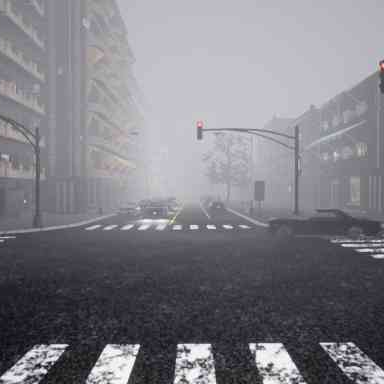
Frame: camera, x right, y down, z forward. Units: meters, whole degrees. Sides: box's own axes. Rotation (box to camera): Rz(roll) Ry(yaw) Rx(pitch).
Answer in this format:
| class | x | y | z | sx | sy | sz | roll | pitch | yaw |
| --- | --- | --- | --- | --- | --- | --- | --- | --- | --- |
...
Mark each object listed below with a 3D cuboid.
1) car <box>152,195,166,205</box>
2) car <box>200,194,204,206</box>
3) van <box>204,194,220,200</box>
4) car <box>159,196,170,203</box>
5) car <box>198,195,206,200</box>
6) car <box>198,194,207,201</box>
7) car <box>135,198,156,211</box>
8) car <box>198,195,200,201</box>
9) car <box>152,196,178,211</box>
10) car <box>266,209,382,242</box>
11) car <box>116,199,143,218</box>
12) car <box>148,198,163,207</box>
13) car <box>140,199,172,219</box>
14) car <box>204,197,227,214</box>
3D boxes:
| class | x | y | z | sx | sy | sz | roll | pitch | yaw |
| --- | --- | --- | --- | --- | --- | --- | --- | --- | --- |
| car | -5.700 | 1.417 | 57.847 | 1.967 | 1.590 | 4.097 | 0 | 0 | 0 |
| car | 2.682 | 1.420 | 52.308 | 1.967 | 1.590 | 4.097 | 0 | 0 | 0 |
| van | 2.682 | 1.327 | 41.240 | 1.690 | 1.788 | 3.998 | 0 | 0 | 0 |
| car | -5.699 | 1.551 | 68.915 | 1.802 | 1.307 | 4.206 | 0 | 0 | 0 |
| car | 2.679 | 1.495 | 91.041 | 1.887 | 1.381 | 4.507 | 0 | 0 | 0 |
| car | 2.678 | 1.396 | 85.508 | 1.967 | 1.590 | 4.097 | 0 | 0 | 0 |
| car | -5.697 | 1.531 | 41.247 | 1.887 | 1.381 | 4.507 | 0 | 0 | 0 |
| car | 2.679 | 1.280 | 74.441 | 2.192 | 1.841 | 5.009 | 0 | 0 | 0 |
| car | -3.103 | 1.535 | 38.804 | 2.033 | 1.411 | 5.357 | 0 | 0 | 0 |
| car | 5.791 | 1.455 | 15.181 | 4.718 | 1.301 | 1.895 | -1 | 1 | 14 |
| car | -5.696 | 1.542 | 30.180 | 2.008 | 1.369 | 4.403 | 0 | 0 | 0 |
| car | -5.698 | 1.562 | 52.314 | 1.802 | 1.307 | 4.206 | 0 | 0 | 0 |
| car | -3.112 | 1.556 | 29.341 | 1.994 | 1.385 | 4.181 | 0 | 0 | -1 |
| car | 2.684 | 1.555 | 35.707 | 1.947 | 1.339 | 4.313 | 0 | 0 | 0 |
